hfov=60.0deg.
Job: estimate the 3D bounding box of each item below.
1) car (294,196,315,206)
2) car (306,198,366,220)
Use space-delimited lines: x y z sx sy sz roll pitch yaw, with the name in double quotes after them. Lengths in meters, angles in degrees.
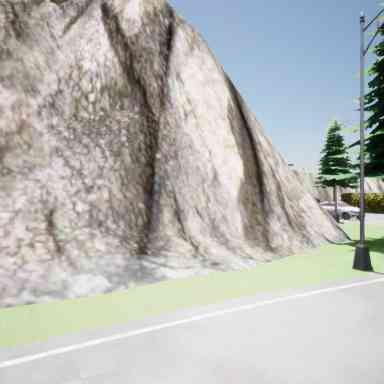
19.106 1.478 55.217 5.008 1.535 1.882 0 0 -31 "car"
12.314 1.526 28.216 1.812 1.442 4.674 0 0 -26 "car"
